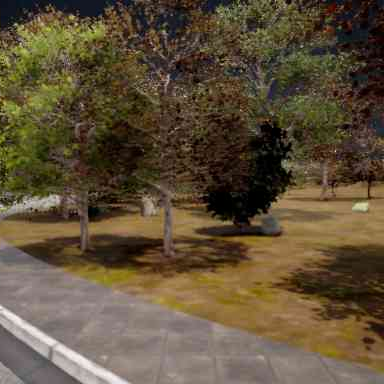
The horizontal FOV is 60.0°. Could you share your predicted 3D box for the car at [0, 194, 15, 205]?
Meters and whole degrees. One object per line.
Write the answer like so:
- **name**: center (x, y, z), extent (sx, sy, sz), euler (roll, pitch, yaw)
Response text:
- **car**: center (-26.699, 1.013, 46.354), extent (2.033, 1.411, 5.357), euler (-1, 1, -3)
